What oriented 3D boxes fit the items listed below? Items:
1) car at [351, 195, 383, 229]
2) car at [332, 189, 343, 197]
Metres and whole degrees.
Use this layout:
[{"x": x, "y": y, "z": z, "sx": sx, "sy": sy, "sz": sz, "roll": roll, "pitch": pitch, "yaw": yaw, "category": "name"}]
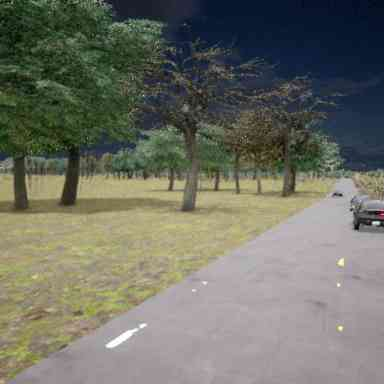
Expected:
[{"x": 9.882, "y": 1.200, "z": 18.154, "sx": 1.837, "sy": 1.490, "sz": 4.892, "roll": 2, "pitch": 2, "yaw": 25, "category": "car"}, {"x": 28.293, "y": 0.214, "z": 64.547, "sx": 2.033, "sy": 1.411, "sz": 5.357, "roll": 2, "pitch": 2, "yaw": 25, "category": "car"}]
